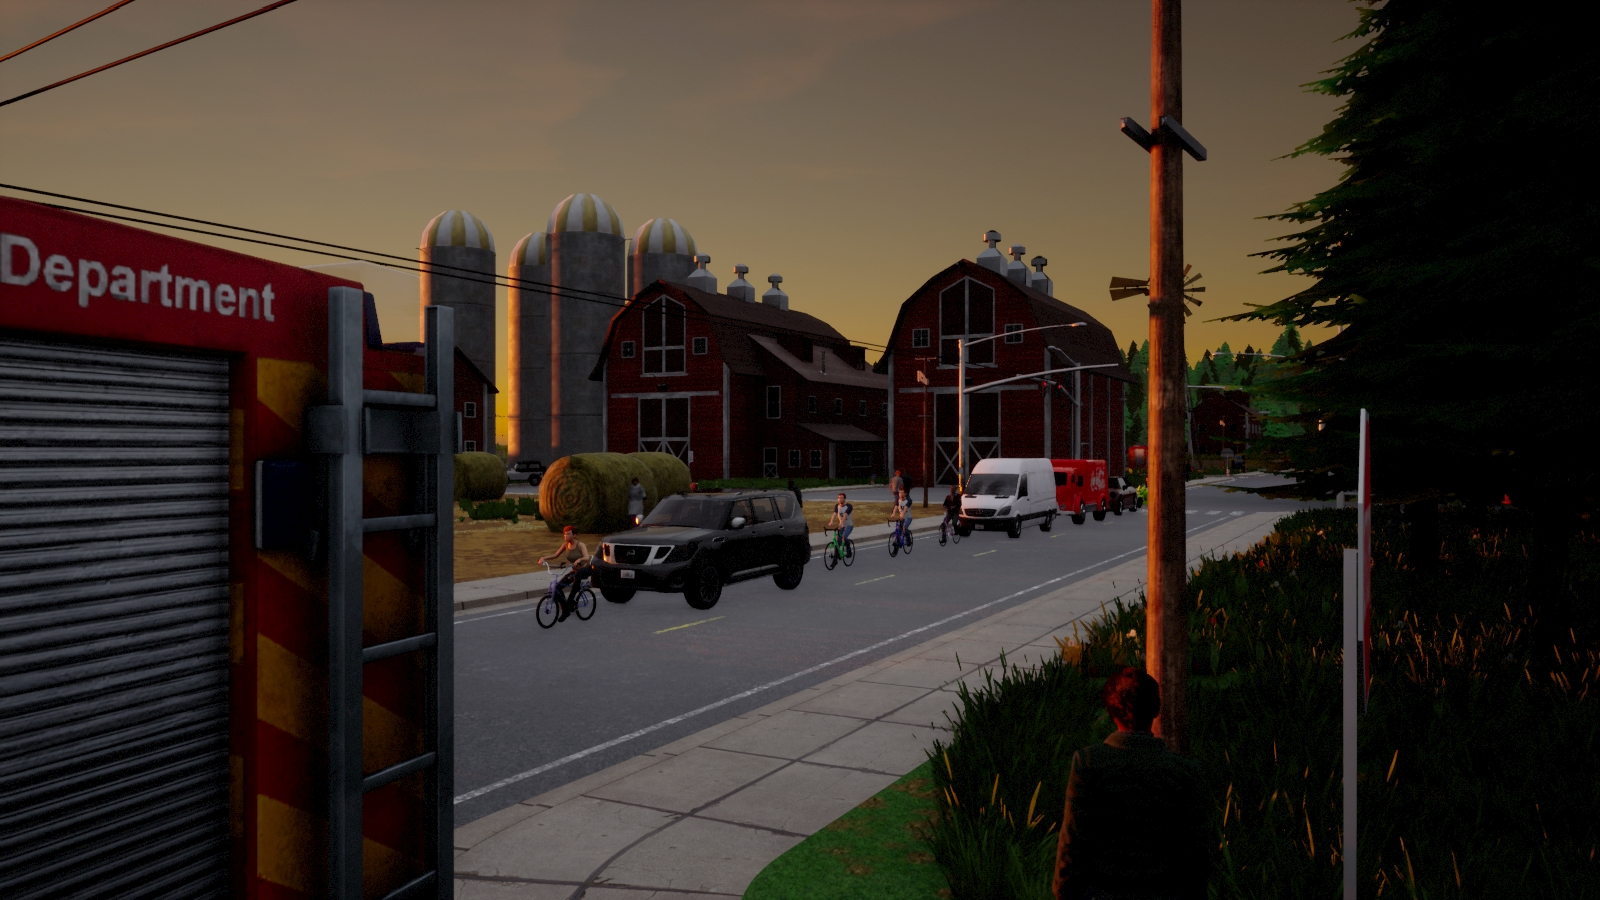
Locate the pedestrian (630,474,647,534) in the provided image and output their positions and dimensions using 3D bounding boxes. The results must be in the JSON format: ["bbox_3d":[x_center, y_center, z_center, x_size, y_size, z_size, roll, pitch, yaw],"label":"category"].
[{"bbox_3d":[-5.059,1.677,35.795,0.375,1.860,0.375,0,0,29],"label":"pedestrian"}]

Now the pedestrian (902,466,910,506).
[{"bbox_3d":[4.935,1.673,53.361,0.375,1.860,0.375,0,0,5],"label":"pedestrian"}]

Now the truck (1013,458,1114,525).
[{"bbox_3d":[10.533,1.568,45.361,2.627,2.467,5.204,0,0,28],"label":"truck"}]

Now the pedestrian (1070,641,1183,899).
[{"bbox_3d":[1.187,1.663,4.150,0.375,1.860,0.375,0,0,17],"label":"pedestrian"}]

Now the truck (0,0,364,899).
[{"bbox_3d":[-5.935,0.867,3.849,8.468,3.827,2.891,0,0,19],"label":"truck"}]

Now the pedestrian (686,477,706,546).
[{"bbox_3d":[-2.847,1.689,31.321,0.375,1.860,0.375,0,0,32],"label":"pedestrian"}]

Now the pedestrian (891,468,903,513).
[{"bbox_3d":[4.010,1.677,47.303,0.375,1.860,0.375,0,0,38],"label":"pedestrian"}]

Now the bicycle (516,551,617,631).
[{"bbox_3d":[-3.778,2.256,18.550,0.859,1.080,1.487,0,0,28],"label":"bicycle"}]

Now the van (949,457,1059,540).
[{"bbox_3d":[7.050,1.534,38.930,1.988,2.561,5.915,0,0,28],"label":"van"}]

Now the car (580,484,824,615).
[{"bbox_3d":[-1.713,1.779,22.400,2.150,2.045,5.566,0,0,27],"label":"car"}]

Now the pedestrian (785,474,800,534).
[{"bbox_3d":[-0.231,1.692,35.850,0.375,1.860,0.375,0,0,23],"label":"pedestrian"}]

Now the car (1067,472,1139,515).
[{"bbox_3d":[13.627,1.903,51.211,2.097,1.767,4.553,0,0,28],"label":"car"}]
